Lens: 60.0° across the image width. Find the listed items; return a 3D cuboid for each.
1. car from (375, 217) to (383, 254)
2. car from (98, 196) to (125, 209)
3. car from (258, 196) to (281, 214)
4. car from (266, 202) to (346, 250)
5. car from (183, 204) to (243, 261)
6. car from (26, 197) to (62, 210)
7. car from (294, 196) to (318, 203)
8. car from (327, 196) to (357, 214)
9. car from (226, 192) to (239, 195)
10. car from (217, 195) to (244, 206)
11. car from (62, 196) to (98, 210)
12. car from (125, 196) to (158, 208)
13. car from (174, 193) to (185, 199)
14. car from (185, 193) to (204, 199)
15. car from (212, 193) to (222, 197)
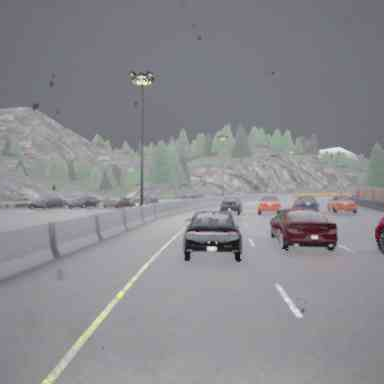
[{"bbox_3d":[7.568,1.170,9.680,2.150,2.045,5.566,0,0,4],"label":"car"},{"bbox_3d":[-8.889,1.250,39.719,1.812,1.442,4.674,0,0,14],"label":"car"},{"bbox_3d":[7.530,1.153,32.324,2.097,1.767,4.553,0,0,13],"label":"car"},{"bbox_3d":[4.465,1.394,13.913,1.882,1.535,5.008,0,0,6],"label":"car"},{"bbox_3d":[0.782,1.413,12.059,2.128,1.511,4.902,0,0,5],"label":"car"},{"bbox_3d":[-16.497,1.268,38.212,2.033,1.411,5.357,0,0,13],"label":"car"},{"bbox_3d":[11.247,1.156,32.902,2.097,1.767,4.553,0,0,13],"label":"car"},{"bbox_3d":[14.992,1.158,33.473,2.097,1.767,4.553,0,0,14],"label":"car"},{"bbox_3d":[9.277,0.706,76.920,2.097,1.767,4.553,0,0,28],"label":"car"},{"bbox_3d":[3.873,1.301,32.075,1.837,1.490,4.892,0,0,12],"label":"car"},{"bbox_3d":[-12.636,1.228,39.094,1.837,1.490,4.892,0,0,14],"label":"car"},{"bbox_3d":[-5.494,1.228,38.853,2.128,1.511,4.902,0,0,14],"label":"car"},{"bbox_3d":[-2.430,0.999,77.135,1.994,1.385,4.181,0,0,26],"label":"car"},{"bbox_3d":[1.036,0.984,76.235,2.033,1.411,5.357,0,0,26],"label":"car"},{"bbox_3d":[6.194,0.884,78.577,1.994,1.385,4.181,0,0,28],"label":"car"}]
